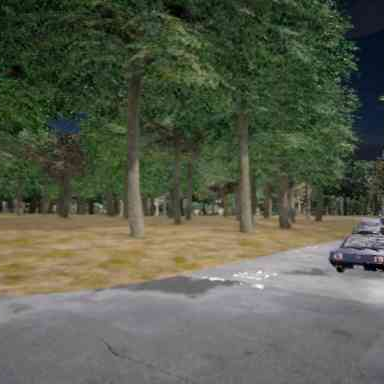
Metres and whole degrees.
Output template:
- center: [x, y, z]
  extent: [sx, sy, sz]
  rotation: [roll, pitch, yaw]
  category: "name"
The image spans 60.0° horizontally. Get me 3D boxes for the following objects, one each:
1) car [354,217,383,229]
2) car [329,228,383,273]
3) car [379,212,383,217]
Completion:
- center: [14.025, 2.949, 26.091]
  extent: [2.033, 1.411, 5.357]
  rotation: [-3, -4, 38]
  category: "car"
- center: [6.758, 2.235, 12.367]
  extent: [1.895, 1.301, 4.718]
  rotation: [-3, -4, 40]
  category: "car"
- center: [25.197, 3.467, 42.226]
  extent: [2.150, 2.045, 5.566]
  rotation: [-2, -4, 30]
  category: "car"
